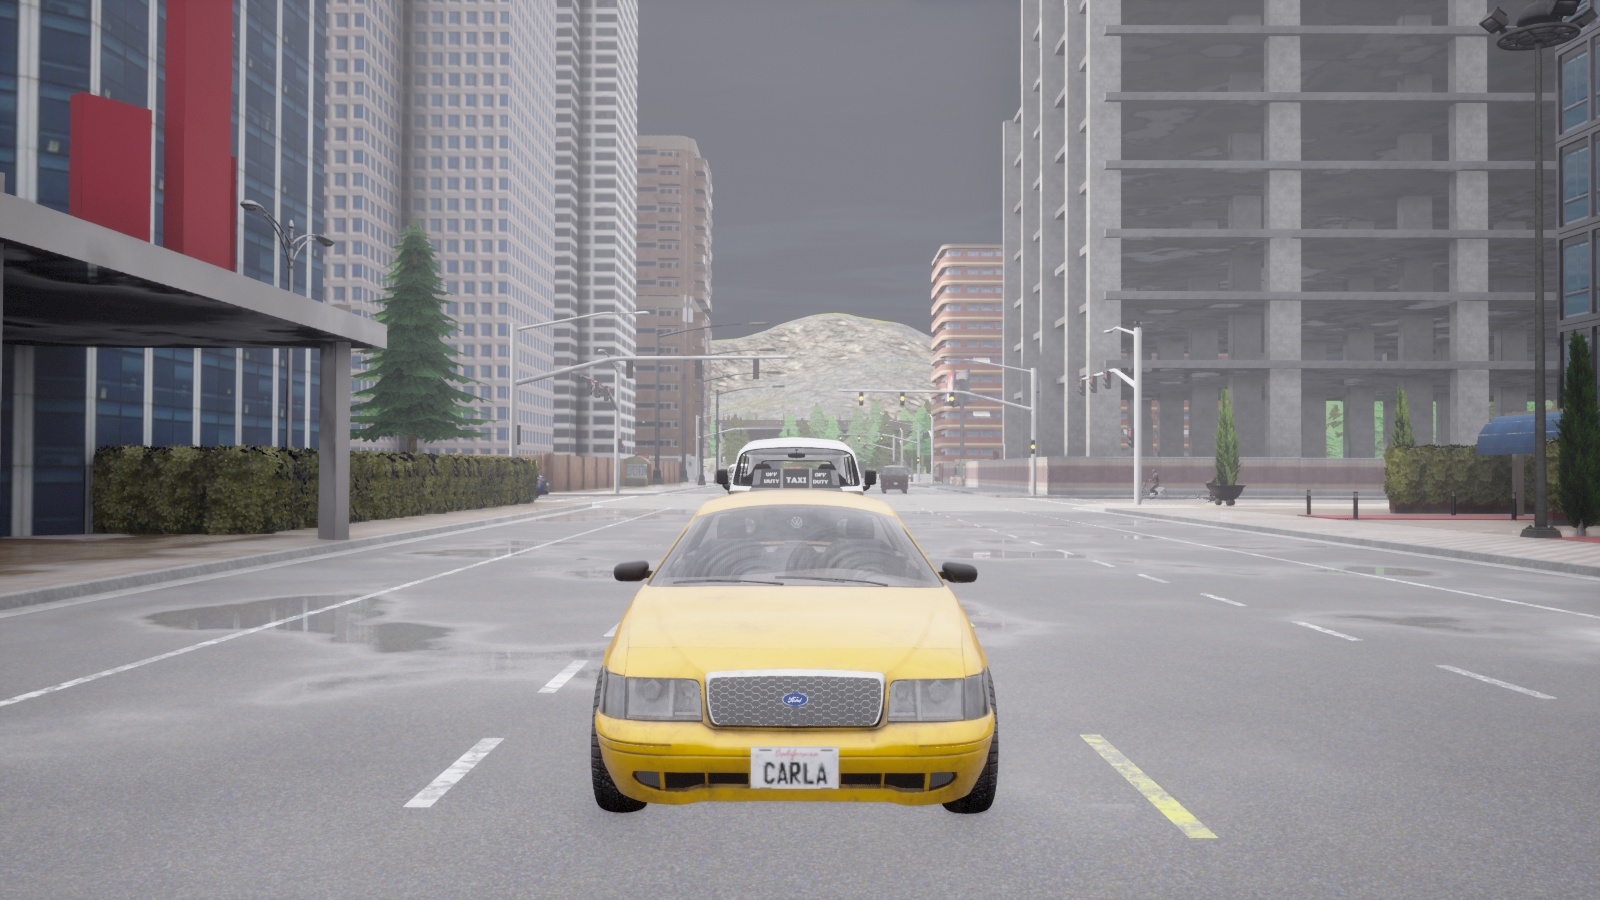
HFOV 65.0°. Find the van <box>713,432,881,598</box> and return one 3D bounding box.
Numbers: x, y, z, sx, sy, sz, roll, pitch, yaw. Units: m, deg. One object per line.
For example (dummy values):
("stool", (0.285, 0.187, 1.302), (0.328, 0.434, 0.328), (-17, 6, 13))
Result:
("van", (-0.046, 0.836, 17.761), (2.069, 2.038, 4.480), (0, -1, 0))

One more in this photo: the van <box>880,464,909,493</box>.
("van", (6.668, 2.032, 89.050), (1.775, 1.987, 4.442), (0, -1, 1))

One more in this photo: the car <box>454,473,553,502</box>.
("car", (-15.916, 2.009, 67.481), (4.792, 1.488, 2.163), (0, -1, 1))

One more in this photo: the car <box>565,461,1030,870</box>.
("car", (-0.019, 0.880, 7.559), (1.801, 1.575, 5.366), (0, -1, 0))
